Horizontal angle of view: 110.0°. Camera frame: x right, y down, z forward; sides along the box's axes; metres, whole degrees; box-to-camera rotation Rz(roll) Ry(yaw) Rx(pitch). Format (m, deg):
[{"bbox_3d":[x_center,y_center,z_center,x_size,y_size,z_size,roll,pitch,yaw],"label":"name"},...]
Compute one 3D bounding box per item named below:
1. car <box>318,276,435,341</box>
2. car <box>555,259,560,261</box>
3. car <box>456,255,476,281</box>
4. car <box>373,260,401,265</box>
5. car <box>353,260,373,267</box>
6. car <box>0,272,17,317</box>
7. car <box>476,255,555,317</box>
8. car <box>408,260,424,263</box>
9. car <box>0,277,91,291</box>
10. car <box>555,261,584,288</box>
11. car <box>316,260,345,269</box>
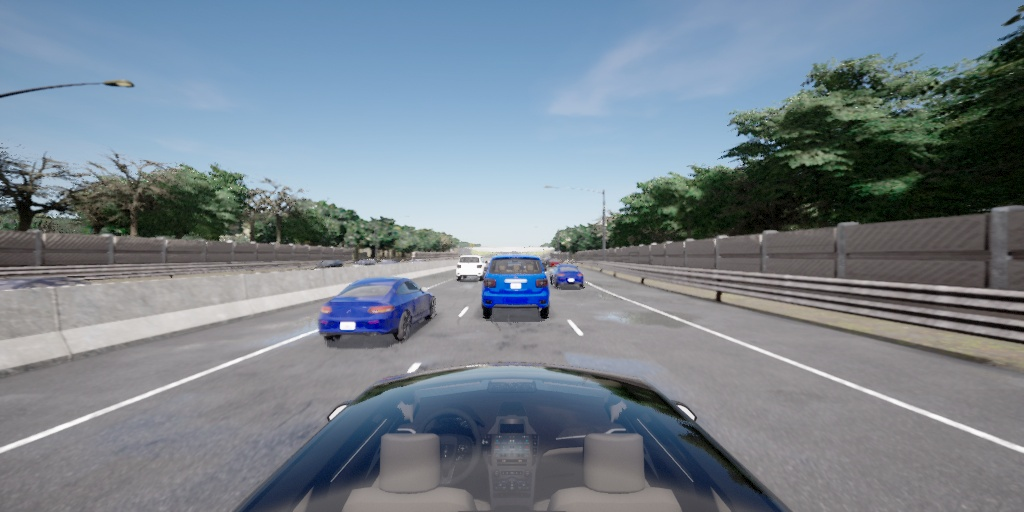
[{"bbox_3d":[-3.387,1.276,9.707,1.812,1.442,4.674,0,0,0],"label":"car"},{"bbox_3d":[7.283,1.269,60.280,1.882,1.535,5.008,0,0,2],"label":"car"},{"bbox_3d":[-3.303,0.976,30.349,2.150,2.045,5.566,0,0,0],"label":"car"},{"bbox_3d":[-17.309,1.317,50.802,2.033,1.411,5.357,0,0,1],"label":"car"},{"bbox_3d":[-20.807,1.260,50.818,2.128,1.511,4.902,0,0,1],"label":"car"},{"bbox_3d":[-17.587,1.275,9.737,1.812,1.442,4.674,0,0,0],"label":"car"},{"bbox_3d":[0.120,0.973,13.215,2.150,2.045,5.566,0,0,0],"label":"car"},{"bbox_3d":[-13.800,1.262,51.593,2.128,1.511,4.902,0,0,1],"label":"car"},{"bbox_3d":[-14.085,1.314,10.235,1.994,1.385,4.181,0,0,0],"label":"car"},{"bbox_3d":[3.560,1.276,23.747,1.812,1.442,4.674,0,0,0],"label":"car"},{"bbox_3d":[-23.626,1.241,46.755,1.882,1.535,5.008,0,0,-3],"label":"car"}]
